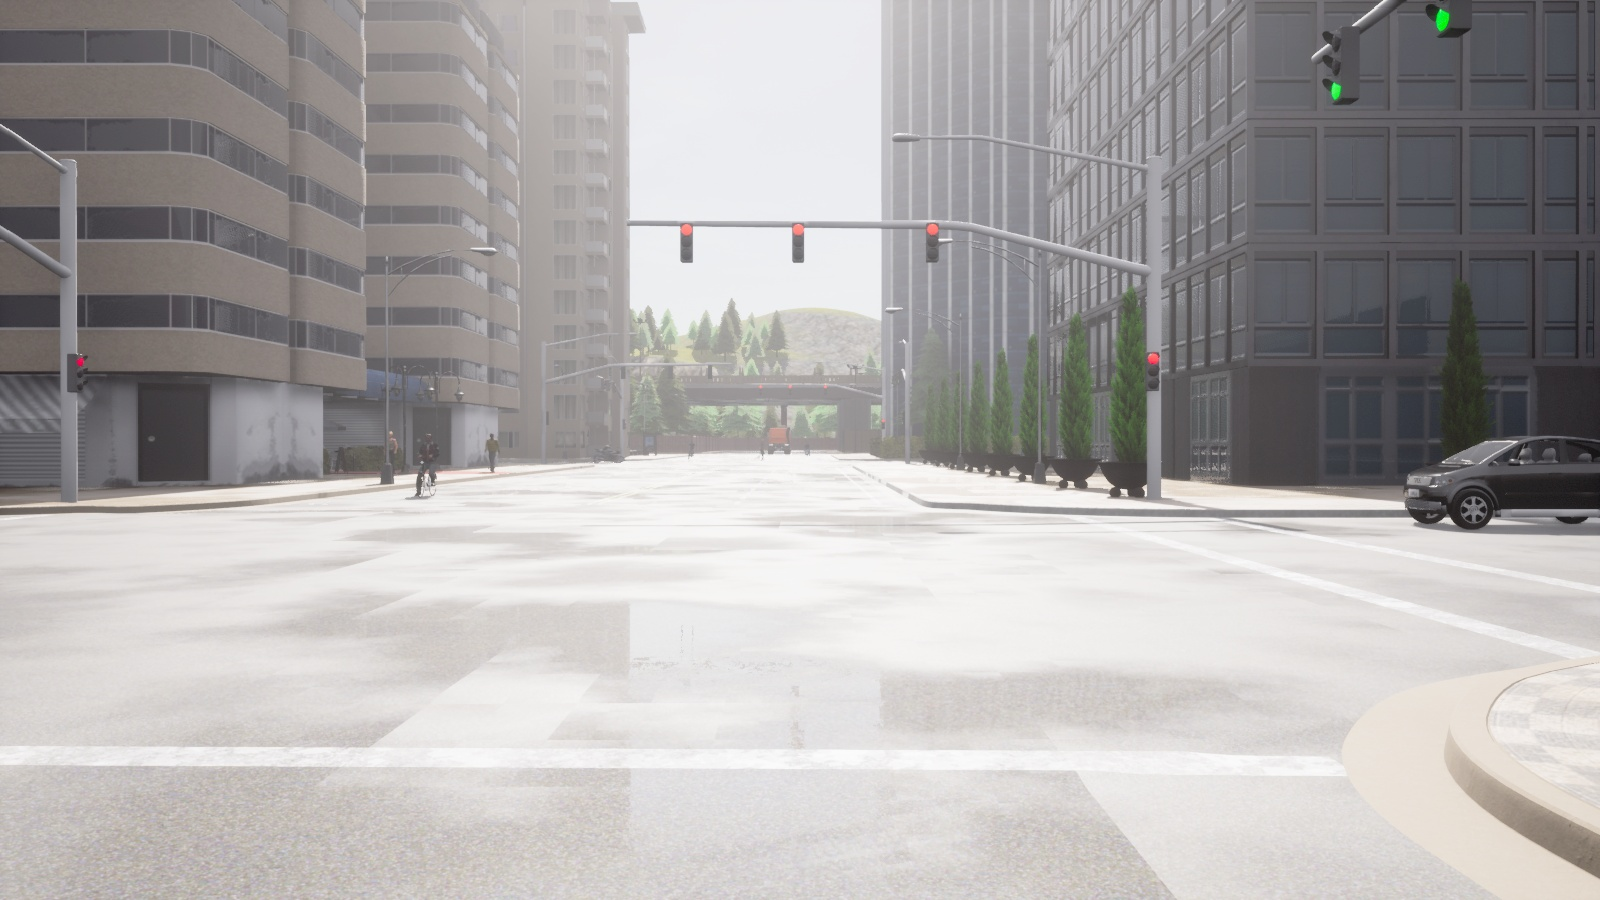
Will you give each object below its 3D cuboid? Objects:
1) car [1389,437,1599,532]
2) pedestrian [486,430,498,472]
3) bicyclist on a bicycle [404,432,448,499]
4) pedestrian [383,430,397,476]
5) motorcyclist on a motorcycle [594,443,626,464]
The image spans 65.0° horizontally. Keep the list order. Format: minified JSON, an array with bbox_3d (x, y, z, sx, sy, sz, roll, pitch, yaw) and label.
[{"bbox_3d":[12.269,0.559,21.319,3.705,1.549,1.789,0,0,1],"label":"car"},{"bbox_3d":[-13.831,0.046,56.339,0.370,1.835,0.726,0,0,-2],"label":"pedestrian"},{"bbox_3d":[-10.291,0.413,34.589,0.659,1.776,1.843,0,0,0],"label":"bicyclist on a bicycle"},{"bbox_3d":[-16.406,0.108,50.236,0.345,1.836,0.594,0,0,5],"label":"pedestrian"},{"bbox_3d":[-13.890,0.253,91.713,2.191,1.530,0.866,0,0,-15],"label":"motorcyclist on a motorcycle"}]
